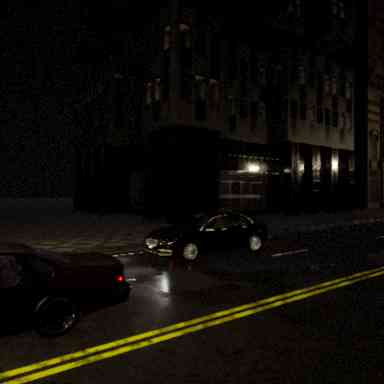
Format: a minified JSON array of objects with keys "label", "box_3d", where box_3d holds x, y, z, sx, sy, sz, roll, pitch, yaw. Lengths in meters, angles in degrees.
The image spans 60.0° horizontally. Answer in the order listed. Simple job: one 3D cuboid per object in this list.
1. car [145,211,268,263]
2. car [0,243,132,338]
[{"label":"car","box_3d":[0.653,1.473,12.049,4.892,1.490,1.837,-1,0,-35]},{"label":"car","box_3d":[-3.651,1.548,5.053,5.357,1.411,2.033,0,0,-35]}]
